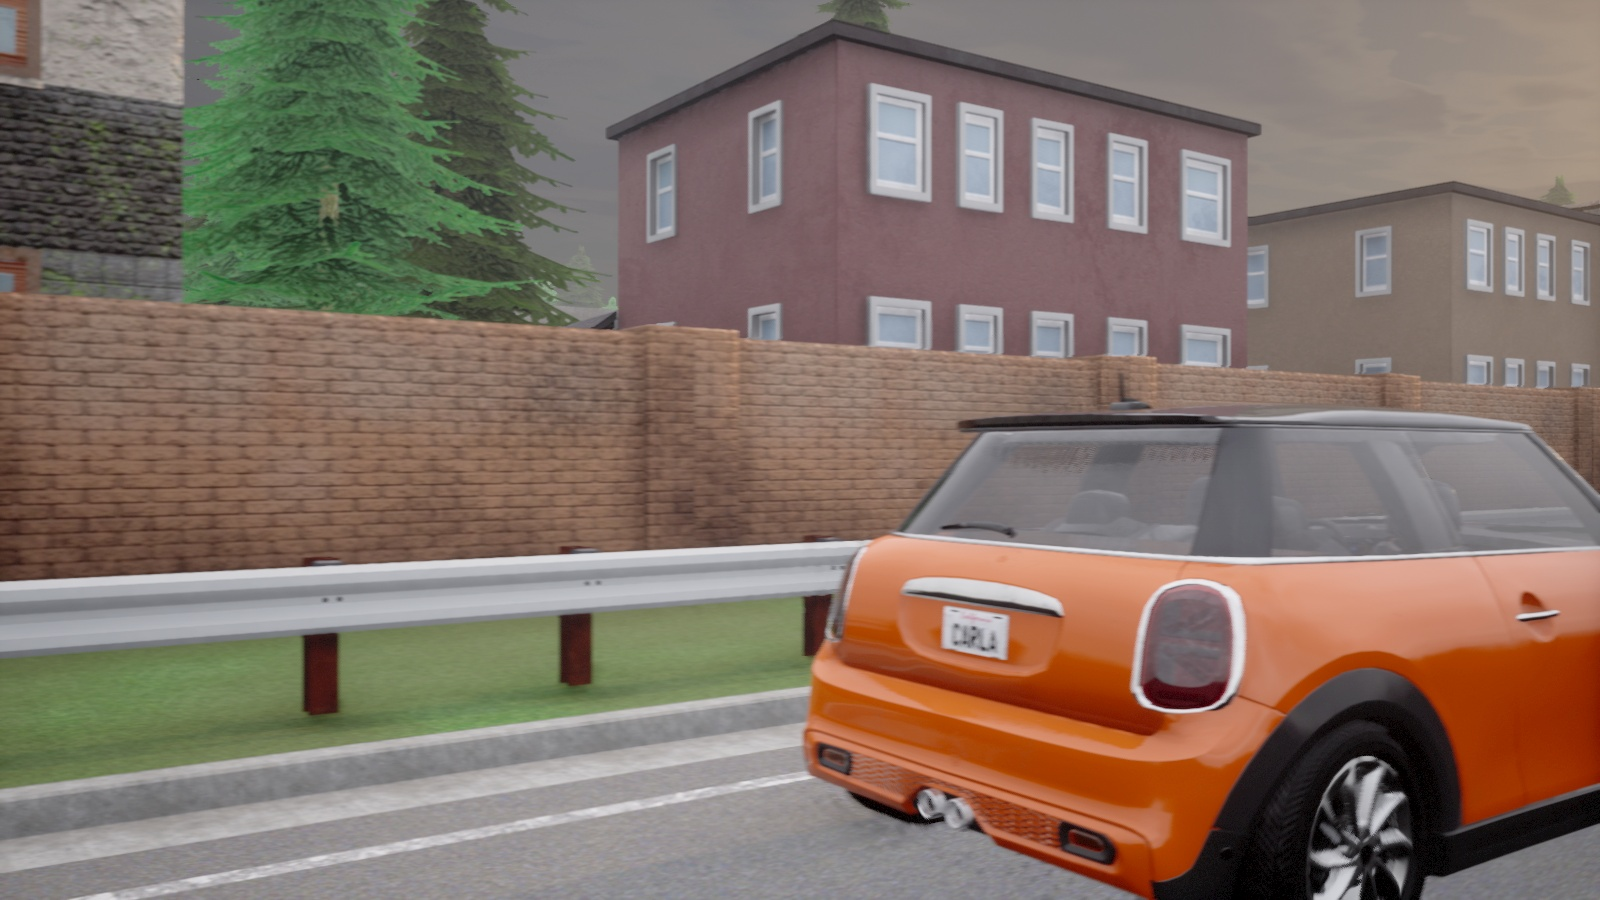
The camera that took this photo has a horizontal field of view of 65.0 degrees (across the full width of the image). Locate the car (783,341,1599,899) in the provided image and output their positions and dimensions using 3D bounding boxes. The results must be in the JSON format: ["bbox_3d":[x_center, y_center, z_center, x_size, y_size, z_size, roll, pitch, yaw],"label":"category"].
[{"bbox_3d":[2.402,0.611,5.331,4.553,1.767,2.097,0,0,-35],"label":"car"}]
